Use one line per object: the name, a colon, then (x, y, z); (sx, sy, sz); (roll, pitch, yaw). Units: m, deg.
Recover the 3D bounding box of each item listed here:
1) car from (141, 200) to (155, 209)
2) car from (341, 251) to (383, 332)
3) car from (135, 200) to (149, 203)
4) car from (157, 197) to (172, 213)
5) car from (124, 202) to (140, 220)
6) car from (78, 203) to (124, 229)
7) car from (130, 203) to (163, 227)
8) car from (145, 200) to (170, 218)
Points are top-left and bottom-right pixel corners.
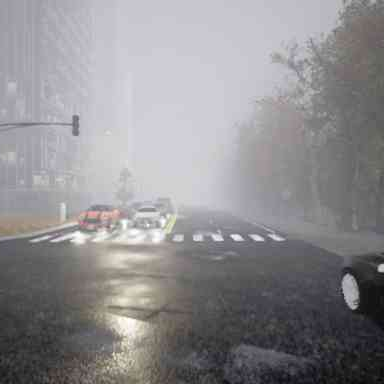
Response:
car: (-7.518, 2.104, 57.202); (1.882, 1.535, 5.008); (0, -1, -2)
car: (3.432, 1.335, 3.690); (1.882, 1.535, 5.008); (-1, 3, 1)
car: (-7.001, 1.947, 42.625); (1.882, 1.535, 5.008); (0, -1, -2)
car: (-3.822, 1.697, 44.809); (2.150, 2.045, 5.566); (0, -1, -2)
car: (-6.724, 1.928, 32.563); (1.994, 1.385, 4.181); (0, -1, 0)
car: (-6.586, 1.627, 23.937); (2.097, 1.767, 4.553); (0, -1, -1)
car: (-3.347, 1.799, 25.357); (1.812, 1.442, 4.674); (0, -1, -4)
car: (-3.531, 1.893, 34.458); (1.812, 1.442, 4.674); (0, -1, -1)
